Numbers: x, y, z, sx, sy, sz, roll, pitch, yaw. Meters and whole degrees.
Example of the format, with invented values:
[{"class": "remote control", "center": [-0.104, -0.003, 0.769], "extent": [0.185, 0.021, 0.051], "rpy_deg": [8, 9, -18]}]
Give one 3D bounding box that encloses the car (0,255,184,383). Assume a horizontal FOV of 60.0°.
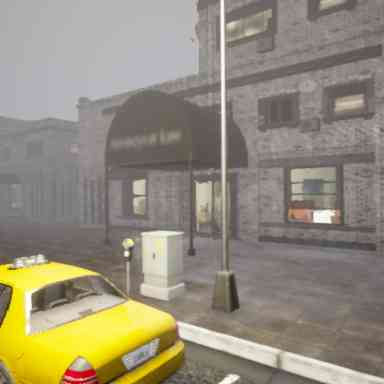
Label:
[{"class": "car", "center": [-2.372, 1.553, 4.568], "extent": [4.829, 1.417, 1.752], "rpy_deg": [0, 0, 35]}]
